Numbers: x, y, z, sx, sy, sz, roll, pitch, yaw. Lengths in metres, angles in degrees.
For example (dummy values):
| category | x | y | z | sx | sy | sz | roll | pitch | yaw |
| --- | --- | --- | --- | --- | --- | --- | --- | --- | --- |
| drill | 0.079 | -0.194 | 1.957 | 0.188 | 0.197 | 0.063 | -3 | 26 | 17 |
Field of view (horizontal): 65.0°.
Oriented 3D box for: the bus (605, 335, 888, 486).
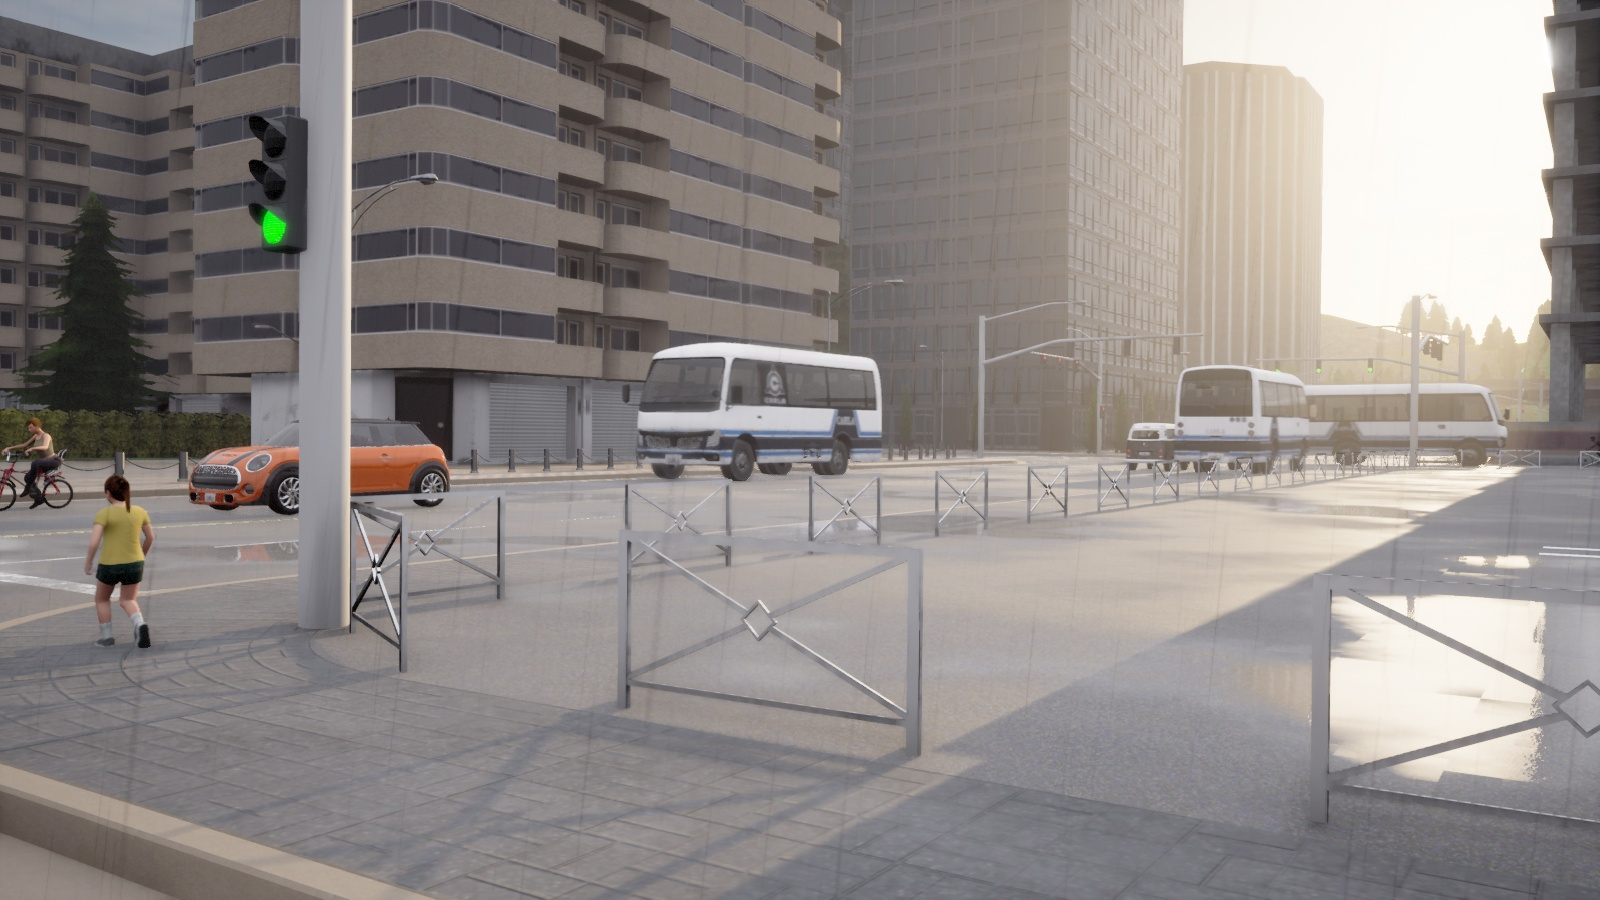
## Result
| category | x | y | z | sx | sy | sz | roll | pitch | yaw |
| --- | --- | --- | --- | --- | --- | --- | --- | --- | --- |
| bus | -1.370 | -1.189 | 40.720 | 3.944 | 4.253 | 10.273 | 0 | 1 | 33 |

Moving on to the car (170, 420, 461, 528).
| category | x | y | z | sx | sy | sz | roll | pitch | yaw |
| --- | --- | --- | --- | --- | --- | --- | --- | --- | --- |
| car | -8.683 | 0.356 | 22.910 | 2.097 | 1.767 | 4.553 | 0 | 1 | 33 |

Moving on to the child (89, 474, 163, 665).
| category | x | y | z | sx | sy | sz | roll | pitch | yaw |
| --- | --- | --- | --- | --- | --- | --- | --- | --- | --- |
| child | -4.064 | 0.703 | 7.572 | 0.394 | 1.110 | 0.255 | 0 | 1 | 41 |

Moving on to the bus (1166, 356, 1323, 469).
| category | x | y | z | sx | sy | sz | roll | pitch | yaw |
| --- | --- | --- | --- | --- | --- | --- | --- | --- | --- |
| bus | 18.875 | -1.536 | 52.748 | 3.944 | 4.253 | 10.273 | 0 | 1 | 33 |

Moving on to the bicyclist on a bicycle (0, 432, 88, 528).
| category | x | y | z | sx | sy | sz | roll | pitch | yaw |
| --- | --- | --- | --- | --- | --- | --- | --- | --- | --- |
| bicyclist on a bicycle | -13.460 | 0.490 | 21.949 | 0.866 | 1.612 | 1.509 | 0 | 1 | 33 |

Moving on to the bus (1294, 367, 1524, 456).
| category | x | y | z | sx | sy | sz | roll | pitch | yaw |
| --- | --- | --- | --- | --- | --- | --- | --- | --- | --- |
| bus | 31.344 | -1.858 | 64.792 | 10.273 | 4.253 | 3.944 | 0 | 1 | 32 |

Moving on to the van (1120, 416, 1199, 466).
| category | x | y | z | sx | sy | sz | roll | pitch | yaw |
| --- | --- | --- | --- | --- | --- | --- | --- | --- | --- |
| van | 15.488 | -0.419 | 53.954 | 2.069 | 2.038 | 4.480 | 0 | 1 | 33 |
